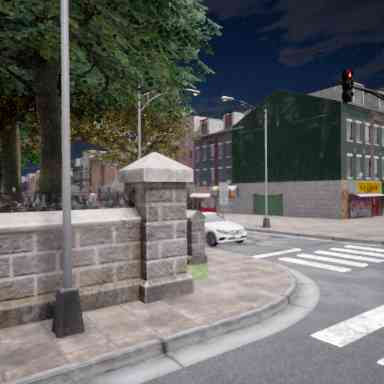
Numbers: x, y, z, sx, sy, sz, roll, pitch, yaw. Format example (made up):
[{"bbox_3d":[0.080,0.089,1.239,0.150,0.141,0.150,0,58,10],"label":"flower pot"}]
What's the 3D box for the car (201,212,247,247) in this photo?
[{"bbox_3d":[0.653,1.718,16.475,1.812,1.442,4.674,-1,0,-36],"label":"car"}]
